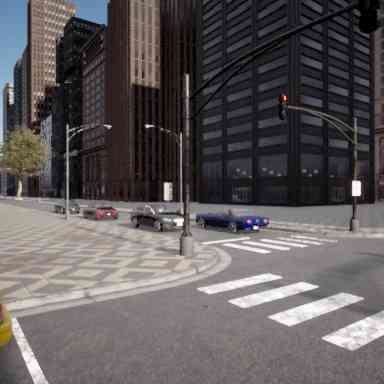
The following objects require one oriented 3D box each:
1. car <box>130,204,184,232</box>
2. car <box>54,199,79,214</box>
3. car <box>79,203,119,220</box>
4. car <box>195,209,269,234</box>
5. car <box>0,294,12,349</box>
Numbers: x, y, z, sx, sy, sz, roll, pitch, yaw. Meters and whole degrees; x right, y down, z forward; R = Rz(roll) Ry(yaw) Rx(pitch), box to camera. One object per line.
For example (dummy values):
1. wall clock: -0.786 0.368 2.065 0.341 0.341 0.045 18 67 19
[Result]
1. car: -2.113 1.530 20.542 2.128 1.511 4.902 0 0 -36
2. car: -13.893 1.593 36.911 1.837 1.490 4.892 0 0 -36
3. car: -7.868 1.626 28.539 1.994 1.385 4.181 0 0 -35
4. car: 2.193 1.624 19.664 1.895 1.301 4.718 0 0 -35
5. car: -4.600 1.526 3.368 4.829 1.417 1.752 0 0 -36
